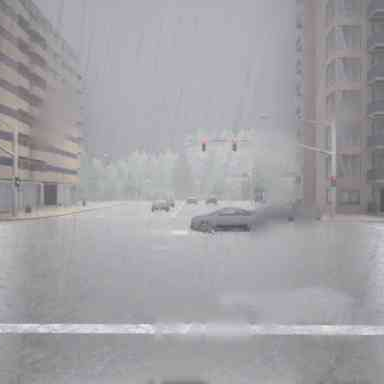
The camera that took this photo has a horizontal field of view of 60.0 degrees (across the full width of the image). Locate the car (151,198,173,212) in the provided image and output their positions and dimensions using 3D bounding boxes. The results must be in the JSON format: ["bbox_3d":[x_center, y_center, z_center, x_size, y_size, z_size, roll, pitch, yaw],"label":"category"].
[{"bbox_3d":[-3.576,1.526,38.866,1.812,1.442,4.674,0,0,0],"label":"car"}]

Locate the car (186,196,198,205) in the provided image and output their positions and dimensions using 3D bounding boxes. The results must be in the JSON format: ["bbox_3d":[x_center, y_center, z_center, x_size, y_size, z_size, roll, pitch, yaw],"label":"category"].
[{"bbox_3d":[-0.012,1.526,60.173,1.812,1.442,4.674,0,0,0],"label":"car"}]

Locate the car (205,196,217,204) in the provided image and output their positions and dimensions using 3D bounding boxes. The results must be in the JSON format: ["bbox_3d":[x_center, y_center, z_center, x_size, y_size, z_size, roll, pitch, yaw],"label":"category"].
[{"bbox_3d":[3.488,1.505,60.174,1.837,1.490,4.892,0,0,0],"label":"car"}]

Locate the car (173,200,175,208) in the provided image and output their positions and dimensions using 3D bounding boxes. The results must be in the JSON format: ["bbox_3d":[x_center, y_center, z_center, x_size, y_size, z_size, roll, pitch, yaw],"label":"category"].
[{"bbox_3d":[-3.574,1.564,48.948,1.994,1.385,4.181,0,0,0],"label":"car"}]

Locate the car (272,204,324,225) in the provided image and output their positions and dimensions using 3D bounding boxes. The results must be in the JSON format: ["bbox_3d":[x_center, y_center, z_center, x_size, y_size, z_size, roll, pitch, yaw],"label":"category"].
[{"bbox_3d":[6.689,1.547,24.257,5.357,1.411,2.033,0,0,30],"label":"car"}]

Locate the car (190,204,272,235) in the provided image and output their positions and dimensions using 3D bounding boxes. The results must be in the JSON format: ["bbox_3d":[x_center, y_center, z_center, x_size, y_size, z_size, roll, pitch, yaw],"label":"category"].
[{"bbox_3d":[2.006,1.564,18.474,4.181,1.385,1.994,0,0,1],"label":"car"}]
